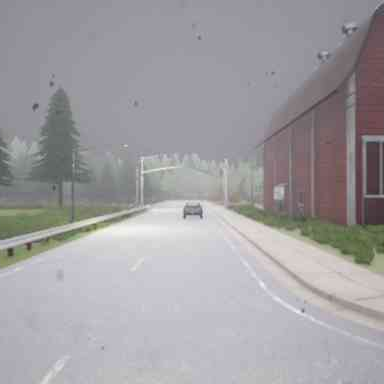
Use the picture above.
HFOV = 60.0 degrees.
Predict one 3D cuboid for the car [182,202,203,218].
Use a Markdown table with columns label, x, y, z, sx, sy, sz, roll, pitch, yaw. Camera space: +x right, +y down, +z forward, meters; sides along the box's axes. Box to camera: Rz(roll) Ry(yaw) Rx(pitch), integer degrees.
| label | x | y | z | sx | sy | sz | roll | pitch | yaw |
| --- | --- | --- | --- | --- | --- | --- | --- | --- | --- |
| car | 0.096 | 1.749 | 33.154 | 2.128 | 1.511 | 4.902 | 0 | 0 | 0 |
